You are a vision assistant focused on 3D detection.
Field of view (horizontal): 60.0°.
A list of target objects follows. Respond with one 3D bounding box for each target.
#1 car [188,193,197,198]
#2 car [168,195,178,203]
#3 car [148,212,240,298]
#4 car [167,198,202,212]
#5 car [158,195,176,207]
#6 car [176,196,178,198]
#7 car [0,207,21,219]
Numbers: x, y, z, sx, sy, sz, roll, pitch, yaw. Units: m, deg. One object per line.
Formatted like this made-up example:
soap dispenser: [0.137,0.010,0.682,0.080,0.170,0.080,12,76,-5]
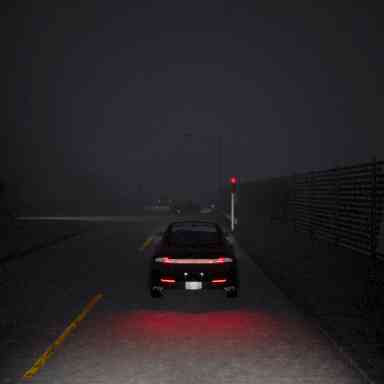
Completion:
car: [0.056,1.225,87.465,2.150,2.045,5.566,0,0,0]
car: [-3.951,1.478,71.138,1.882,1.535,5.008,0,0,0]
car: [0.054,1.492,8.498,2.128,1.511,4.902,0,0,1]
car: [-0.524,1.601,34.955,1.895,1.301,4.718,0,0,22]
car: [-4.060,1.352,51.335,2.097,1.767,4.553,0,0,0]
car: [-4.025,1.601,60.703,1.895,1.301,4.718,0,0,0]
car: [-17.190,1.601,28.188,4.718,1.301,1.895,0,0,0]
